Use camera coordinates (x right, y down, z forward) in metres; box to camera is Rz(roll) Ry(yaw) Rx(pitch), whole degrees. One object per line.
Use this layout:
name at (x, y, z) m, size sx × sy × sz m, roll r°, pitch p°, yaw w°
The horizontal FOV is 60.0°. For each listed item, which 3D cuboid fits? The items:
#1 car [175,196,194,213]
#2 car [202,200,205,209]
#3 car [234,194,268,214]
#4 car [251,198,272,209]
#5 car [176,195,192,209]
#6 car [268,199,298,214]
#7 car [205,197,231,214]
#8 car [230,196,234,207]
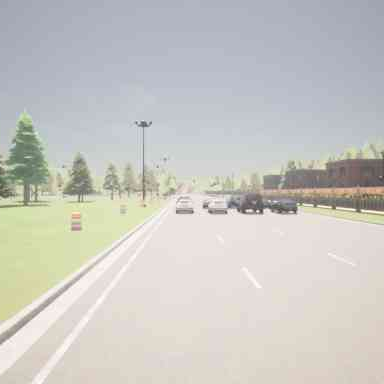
car at (-0.791, 1.526, 36.260) m, size 1.812 × 1.442 × 4.674 m, roll 0°, pitch 0°, yaw -1°
car at (2.432, 1.601, 45.794) m, size 1.895 × 1.301 × 4.718 m, roll 0°, pitch 0°, yaw -1°
car at (6.211, 1.222, 35.827) m, size 2.150 × 2.045 × 5.566 m, roll 0°, pitch 0°, yaw 0°
car at (9.441, 1.564, 45.422) m, size 1.994 × 1.385 × 4.181 m, roll 0°, pitch 0°, yaw -1°
car at (-1.071, 1.352, 46.271) m, size 2.097 × 1.767 × 4.553 m, roll 0°, pitch 0°, yaw -1°
car at (9.725, 1.491, 35.433) m, size 2.128 × 1.511 × 4.902 m, roll 0°, pitch 0°, yaw -1°
car at (2.724, 1.526, 35.685) m, size 1.812 × 1.442 × 4.674 m, roll 0°, pitch 0°, yaw -1°
car at (5.929, 1.352, 46.304) m, size 2.097 × 1.767 × 4.553 m, roll 0°, pitch 0°, yaw -1°
